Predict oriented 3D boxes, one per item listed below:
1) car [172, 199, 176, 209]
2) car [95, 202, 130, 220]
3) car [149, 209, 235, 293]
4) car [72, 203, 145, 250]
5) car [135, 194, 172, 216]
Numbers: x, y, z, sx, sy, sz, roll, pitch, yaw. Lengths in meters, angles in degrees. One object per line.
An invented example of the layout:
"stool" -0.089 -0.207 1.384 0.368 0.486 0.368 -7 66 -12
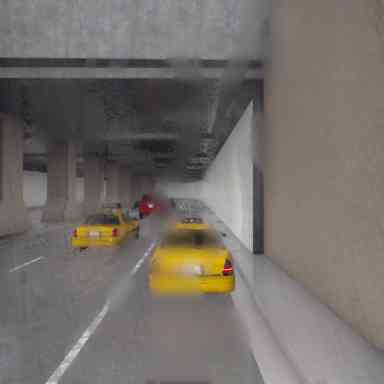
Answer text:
"car" -3.302 1.564 46.176 1.994 1.385 4.181 0 0 0
"car" -6.803 1.601 28.899 1.895 1.301 4.718 0 0 0
"car" 0.005 1.457 8.840 1.801 1.575 5.366 0 0 0
"car" -3.395 1.456 14.142 1.801 1.575 5.366 0 0 0
"car" -3.302 1.221 29.398 2.150 2.045 5.566 0 0 0
